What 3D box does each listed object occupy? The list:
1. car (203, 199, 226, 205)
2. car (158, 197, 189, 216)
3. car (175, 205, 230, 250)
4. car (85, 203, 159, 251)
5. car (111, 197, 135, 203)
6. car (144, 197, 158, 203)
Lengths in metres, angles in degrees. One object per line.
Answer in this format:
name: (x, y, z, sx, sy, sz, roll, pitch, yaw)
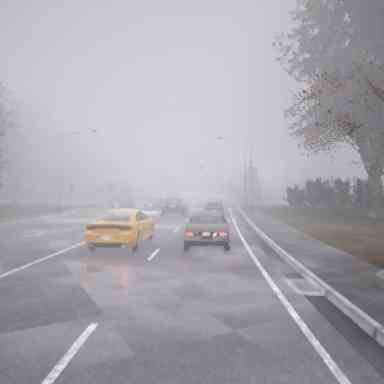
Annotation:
car: (2.093, 1.387, 31.502, 1.837, 1.490, 4.892, 0, 0, 5)
car: (-1.490, 1.232, 30.765, 2.097, 1.767, 4.553, 0, 0, 5)
car: (0.656, 1.519, 14.204, 2.033, 1.411, 5.357, 0, 0, 4)
car: (-2.833, 1.443, 14.016, 1.882, 1.535, 5.008, 0, 0, 3)
car: (-7.947, 1.299, 38.491, 2.128, 1.511, 4.902, 0, 0, 6)
car: (-4.378, 1.302, 38.975, 2.128, 1.511, 4.902, 0, 0, 6)
